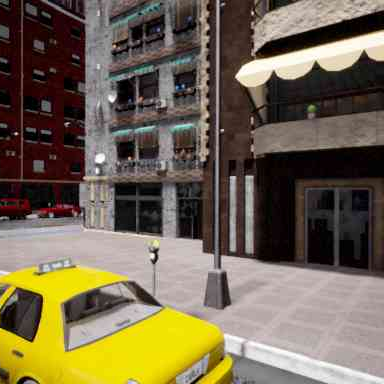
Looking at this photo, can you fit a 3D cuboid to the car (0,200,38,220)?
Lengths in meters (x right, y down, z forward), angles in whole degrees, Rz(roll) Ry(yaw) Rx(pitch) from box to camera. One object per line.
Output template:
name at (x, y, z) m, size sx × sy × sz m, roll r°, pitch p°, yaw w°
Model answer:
car at (-16.838, 1.585, 29.453) m, size 2.192 × 1.841 × 5.009 m, roll -1°, pitch -2°, yaw 35°

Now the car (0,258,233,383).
car at (-1.874, 1.524, 4.199) m, size 4.829 × 1.417 × 1.752 m, roll 0°, pitch 0°, yaw 35°

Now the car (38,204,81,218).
car at (-13.556, 1.917, 34.101) m, size 1.887 × 1.381 × 4.507 m, roll -1°, pitch -2°, yaw 35°
